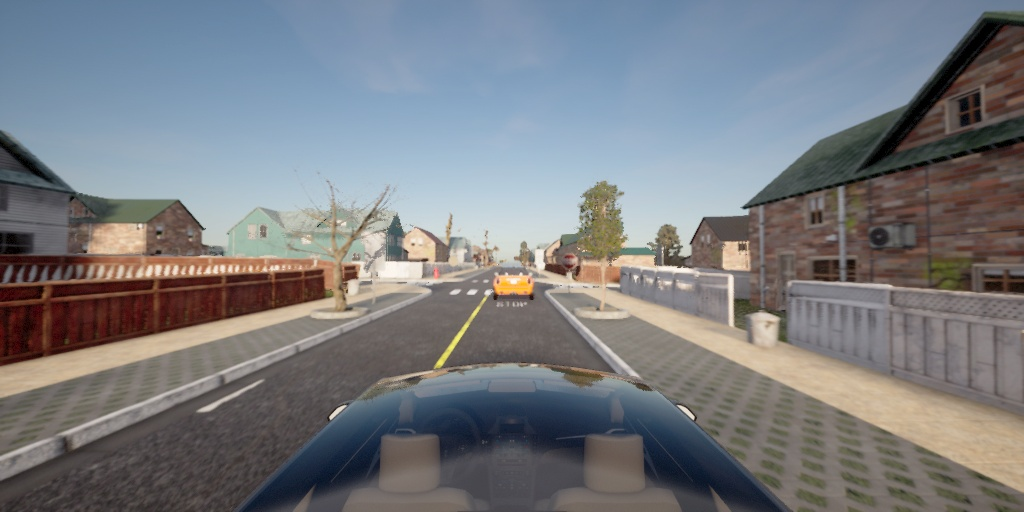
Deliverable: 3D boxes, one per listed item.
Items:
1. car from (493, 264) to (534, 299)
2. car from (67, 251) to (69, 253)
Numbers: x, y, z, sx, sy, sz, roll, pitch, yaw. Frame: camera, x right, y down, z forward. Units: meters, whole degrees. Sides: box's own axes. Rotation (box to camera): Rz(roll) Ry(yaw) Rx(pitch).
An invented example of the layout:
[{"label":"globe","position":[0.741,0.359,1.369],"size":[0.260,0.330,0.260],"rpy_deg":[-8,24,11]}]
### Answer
[{"label":"car","position":[0.085,1.310,19.805],"size":[2.097,1.767,4.553],"rpy_deg":[0,-1,0]},{"label":"car","position":[-34.459,0.495,26.570],"size":[5.566,2.045,2.150],"rpy_deg":[1,-2,0]}]
